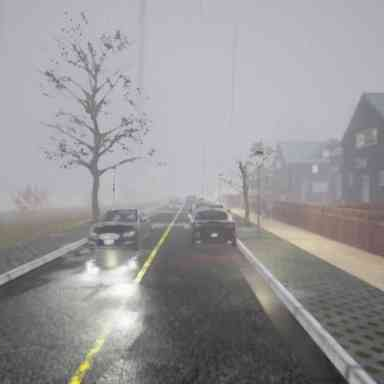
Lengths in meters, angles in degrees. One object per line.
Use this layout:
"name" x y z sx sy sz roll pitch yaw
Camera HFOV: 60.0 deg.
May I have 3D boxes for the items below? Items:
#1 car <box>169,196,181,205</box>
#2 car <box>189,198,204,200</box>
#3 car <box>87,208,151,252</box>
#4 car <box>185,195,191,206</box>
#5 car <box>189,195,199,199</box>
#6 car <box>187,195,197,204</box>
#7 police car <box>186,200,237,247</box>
"car" -2.802 1.398 55.078 2.033 1.411 5.357 0 0 1
"car" 0.827 1.451 24.774 1.812 1.442 4.674 0 0 0
"car" -2.849 1.448 13.838 2.128 1.511 4.902 0 0 0
"car" 0.008 1.213 49.849 2.097 1.767 4.553 0 0 0
"car" 0.828 1.364 30.964 1.801 1.575 5.366 0 0 0
"car" 0.006 1.361 62.603 1.812 1.442 4.674 0 0 0
"police car" 0.826 1.379 14.883 1.930 1.638 5.238 0 0 0
